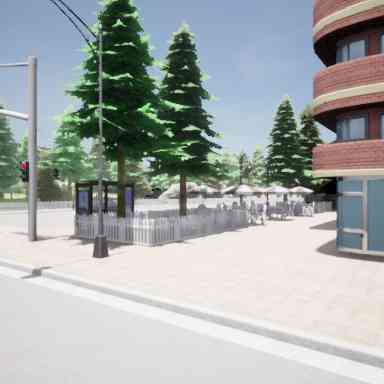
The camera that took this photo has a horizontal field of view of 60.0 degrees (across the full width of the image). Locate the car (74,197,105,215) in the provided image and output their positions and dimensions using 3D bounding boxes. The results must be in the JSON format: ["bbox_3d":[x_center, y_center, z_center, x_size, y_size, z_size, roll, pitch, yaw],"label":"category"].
[{"bbox_3d":[-9.347,1.496,33.339,1.994,1.385,4.181,0,0,36],"label":"car"}]
